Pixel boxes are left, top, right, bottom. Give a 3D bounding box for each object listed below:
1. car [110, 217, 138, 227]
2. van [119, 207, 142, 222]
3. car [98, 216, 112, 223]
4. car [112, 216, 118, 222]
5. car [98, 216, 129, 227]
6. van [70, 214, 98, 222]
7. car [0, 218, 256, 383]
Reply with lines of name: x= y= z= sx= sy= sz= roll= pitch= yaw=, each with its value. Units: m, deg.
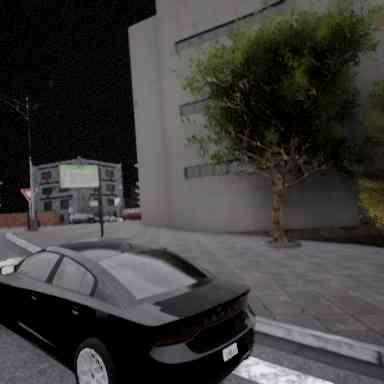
car: x=-12.855 y=5.664 z=62.880 sx=4.792 sy=1.488 sz=2.163 roll=-6 pitch=-7 yaw=24
van: x=-7.266 y=3.127 z=45.356 sx=4.442 sy=1.987 sz=1.878 roll=-6 pitch=-6 yaw=24
car: x=-16.394 y=4.933 z=55.186 sx=5.008 sy=1.535 sz=2.097 roll=-6 pitch=-7 yaw=24
car: x=-15.217 y=5.033 z=57.716 sx=4.553 sy=1.767 sz=2.185 roll=-6 pitch=-7 yaw=24
car: x=-14.203 y=5.419 z=60.437 sx=5.366 sy=1.575 sz=1.946 roll=-6 pitch=-7 yaw=24
van: x=-17.651 y=4.511 z=52.735 sx=4.442 sy=1.987 sz=1.878 roll=-6 pitch=-6 yaw=24
car: x=-1.497 y=1.432 z=5.003 sx=5.008 sy=1.535 sz=1.882 roll=1 pitch=1 yaw=40
